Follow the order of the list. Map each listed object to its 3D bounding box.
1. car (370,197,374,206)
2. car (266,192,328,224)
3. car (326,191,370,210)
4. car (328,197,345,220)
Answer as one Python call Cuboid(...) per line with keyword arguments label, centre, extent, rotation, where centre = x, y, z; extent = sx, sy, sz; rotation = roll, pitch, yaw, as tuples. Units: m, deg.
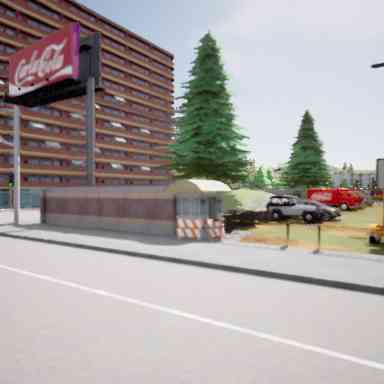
Cuboid(label="car", centre=(24.590, 1.298, 49.233), extent=(3.988, 1.617, 1.851), rotation=(0, 0, 35))
Cuboid(label="car", centre=(7.169, 1.162, 23.431), extent=(3.866, 1.878, 1.905), rotation=(0, 0, 35))
Cuboid(label="car", centre=(21.467, 1.131, 45.955), extent=(4.605, 1.855, 1.932), rotation=(0, 0, 35))
Cuboid(label="car", centre=(9.108, 1.351, 25.489), extent=(4.193, 1.474, 1.816), rotation=(0, 0, 35))
